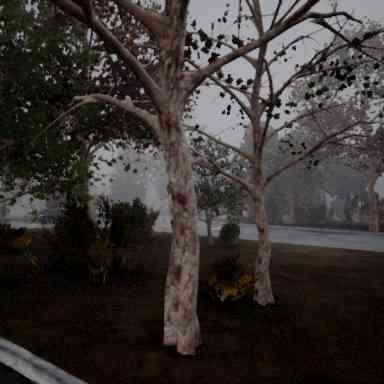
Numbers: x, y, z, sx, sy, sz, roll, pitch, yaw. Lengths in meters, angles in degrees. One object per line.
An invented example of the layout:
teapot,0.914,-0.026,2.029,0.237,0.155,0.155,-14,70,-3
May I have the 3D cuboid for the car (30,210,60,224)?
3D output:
car,-11.402,1.928,28.541,1.812,1.442,4.674,-1,-3,36
